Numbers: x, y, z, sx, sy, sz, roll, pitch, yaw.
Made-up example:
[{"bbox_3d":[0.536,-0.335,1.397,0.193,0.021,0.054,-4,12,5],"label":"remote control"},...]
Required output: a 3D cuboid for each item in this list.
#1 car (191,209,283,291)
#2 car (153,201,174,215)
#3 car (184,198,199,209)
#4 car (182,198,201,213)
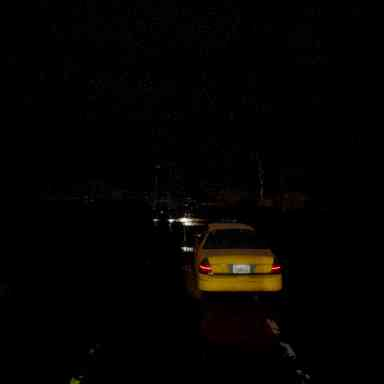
[{"bbox_3d":[0.944,1.453,8.944,1.801,1.575,5.366,0,0,0],"label":"car"},{"bbox_3d":[-2.820,1.593,33.208,1.895,1.301,4.718,0,0,0],"label":"car"},{"bbox_3d":[-0.073,1.554,46.331,1.994,1.385,4.181,0,0,1],"label":"car"},{"bbox_3d":[-0.002,1.517,37.440,1.812,1.442,4.674,0,0,0],"label":"car"}]
